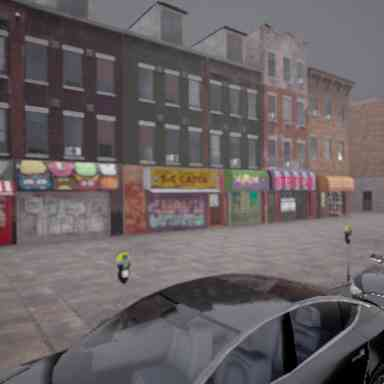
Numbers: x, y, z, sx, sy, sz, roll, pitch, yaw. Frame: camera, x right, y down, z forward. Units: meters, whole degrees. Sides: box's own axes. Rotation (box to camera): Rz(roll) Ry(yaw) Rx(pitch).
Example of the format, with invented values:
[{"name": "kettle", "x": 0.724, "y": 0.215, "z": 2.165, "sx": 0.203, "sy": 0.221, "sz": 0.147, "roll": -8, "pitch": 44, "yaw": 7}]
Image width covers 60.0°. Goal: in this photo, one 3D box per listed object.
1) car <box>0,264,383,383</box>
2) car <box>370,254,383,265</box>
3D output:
[{"name": "car", "x": 0.160, "y": 1.555, "z": 2.926, "sx": 4.313, "sy": 1.339, "sz": 1.947, "roll": 0, "pitch": 0, "yaw": -35}, {"name": "car", "x": 4.599, "y": 1.505, "z": 6.092, "sx": 4.403, "sy": 1.369, "sz": 2.008, "roll": 0, "pitch": 0, "yaw": -35}]
